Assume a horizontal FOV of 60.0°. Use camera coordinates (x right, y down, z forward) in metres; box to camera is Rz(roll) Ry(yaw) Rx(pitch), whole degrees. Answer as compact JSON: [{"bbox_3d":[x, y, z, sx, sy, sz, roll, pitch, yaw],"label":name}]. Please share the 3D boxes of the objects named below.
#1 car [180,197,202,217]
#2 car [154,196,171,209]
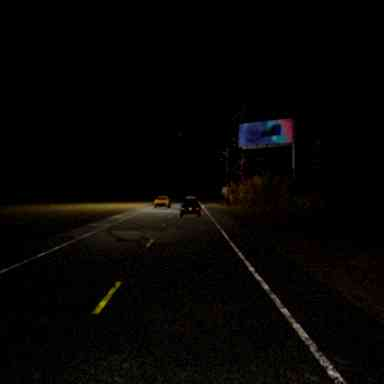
[{"bbox_3d":[-0.107,1.430,29.831,2.033,1.411,5.357,0,0,0],"label":"car"},{"bbox_3d":[-3.717,1.314,42.356,1.882,1.535,5.008,0,0,0],"label":"car"}]
